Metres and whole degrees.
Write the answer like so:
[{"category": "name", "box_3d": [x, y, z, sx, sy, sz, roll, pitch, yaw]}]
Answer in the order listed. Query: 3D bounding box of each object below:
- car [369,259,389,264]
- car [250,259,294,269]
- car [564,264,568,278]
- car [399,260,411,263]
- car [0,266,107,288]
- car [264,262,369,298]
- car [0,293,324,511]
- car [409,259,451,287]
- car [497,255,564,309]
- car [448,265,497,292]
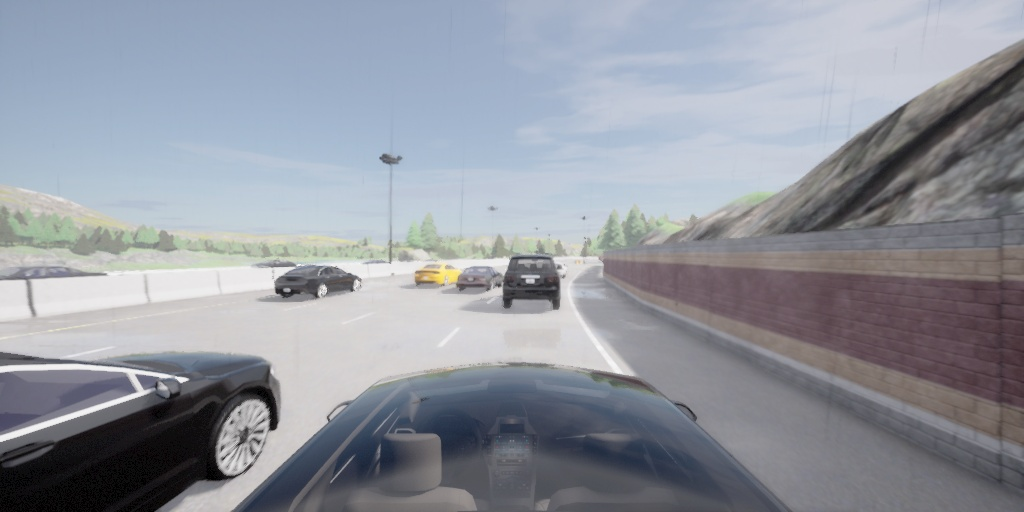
[{"category": "car", "box_3d": [-20.141, 1.186, 53.126, 2.033, 1.411, 5.357, 0, 0, 13]}, {"category": "car", "box_3d": [-26.770, 1.118, 40.303, 2.128, 1.511, 4.902, 0, 0, 13]}, {"category": "car", "box_3d": [4.111, 1.262, 33.100, 1.812, 1.442, 4.674, 0, 0, 13]}, {"category": "car", "box_3d": [-14.101, 1.227, 48.310, 1.994, 1.385, 4.181, 0, 0, 14]}, {"category": "car", "box_3d": [-23.629, 1.204, 17.669, 2.033, 1.411, 5.357, 0, 0, 6]}, {"category": "car", "box_3d": [-9.309, 1.210, 17.680, 1.837, 1.490, 4.892, 0, 0, 6]}, {"category": "car", "box_3d": [-3.321, 1.230, 1.773, 2.128, 1.511, 4.902, 0, 0, 0]}, {"category": "car", "box_3d": [-4.837, 1.192, 24.203, 1.882, 1.535, 5.008, 0, 0, 10]}, {"category": "car", "box_3d": [0.925, 0.963, 15.116, 2.150, 2.045, 5.566, 0, 0, 6]}, {"category": "car", "box_3d": [-1.802, 1.274, 21.352, 2.033, 1.411, 5.357, 0, 0, 9]}]
